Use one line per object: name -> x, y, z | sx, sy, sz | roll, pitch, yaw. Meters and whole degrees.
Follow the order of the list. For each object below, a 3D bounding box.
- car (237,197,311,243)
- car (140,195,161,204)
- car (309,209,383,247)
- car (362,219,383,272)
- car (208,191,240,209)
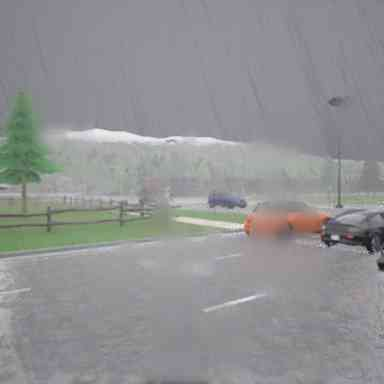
car -> 4.664, 1.218, 15.680 | 4.553, 1.767, 2.097 | -1, 0, -35
car -> -7.027, 1.218, 55.693 | 2.128, 1.511, 4.902 | -1, 0, -35
car -> 6.885, 1.390, 12.963 | 4.674, 1.442, 1.812 | -1, 1, -35
car -> 6.922, 1.437, 8.694 | 5.357, 1.411, 2.033 | -1, 0, -35
car -> 4.133, 0.940, 39.638 | 2.150, 2.045, 5.566 | -1, 2, -35
